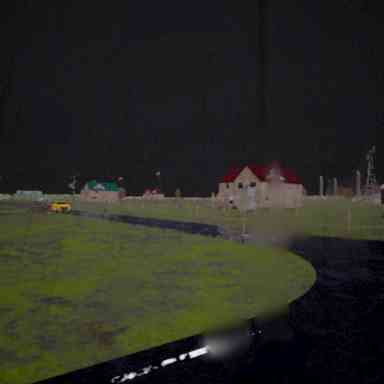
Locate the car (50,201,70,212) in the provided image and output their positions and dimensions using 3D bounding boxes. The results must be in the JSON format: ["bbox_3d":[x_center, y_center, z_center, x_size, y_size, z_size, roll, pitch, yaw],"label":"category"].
[{"bbox_3d":[-19.598,2.137,49.360,1.882,1.535,5.008,2,-2,-36],"label":"car"}]
